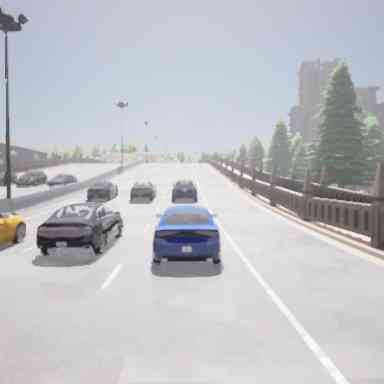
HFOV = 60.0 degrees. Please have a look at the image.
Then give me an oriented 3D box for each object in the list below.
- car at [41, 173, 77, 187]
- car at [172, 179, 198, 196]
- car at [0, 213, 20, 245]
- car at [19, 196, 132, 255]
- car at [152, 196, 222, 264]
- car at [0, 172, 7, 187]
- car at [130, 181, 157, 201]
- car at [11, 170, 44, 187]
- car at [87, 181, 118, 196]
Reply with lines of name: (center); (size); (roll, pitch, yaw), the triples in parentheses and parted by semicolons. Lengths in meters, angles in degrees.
car: (-15.092, -1.459, 38.799); (2.033, 1.411, 5.357); (0, 8, -1)
car: (-0.632, -0.321, 28.452); (2.097, 1.767, 4.553); (0, 6, -1)
car: (-7.173, 1.185, 10.562); (1.882, 1.535, 5.008); (0, 3, -1)
car: (-3.696, 1.138, 11.698); (2.128, 1.511, 4.902); (0, 3, -1)
car: (-0.175, 1.155, 10.717); (1.882, 1.535, 5.008); (0, 3, -1)
car: (-22.085, -1.483, 38.609); (2.128, 1.511, 4.902); (0, 8, -1)
car: (-4.136, -0.194, 28.627); (2.128, 1.511, 4.902); (0, 6, -1)
car: (-18.587, -1.644, 38.733); (2.097, 1.767, 4.553); (0, 8, -1)
car: (-7.638, -0.180, 28.692); (1.837, 1.490, 4.892); (0, 7, -1)
